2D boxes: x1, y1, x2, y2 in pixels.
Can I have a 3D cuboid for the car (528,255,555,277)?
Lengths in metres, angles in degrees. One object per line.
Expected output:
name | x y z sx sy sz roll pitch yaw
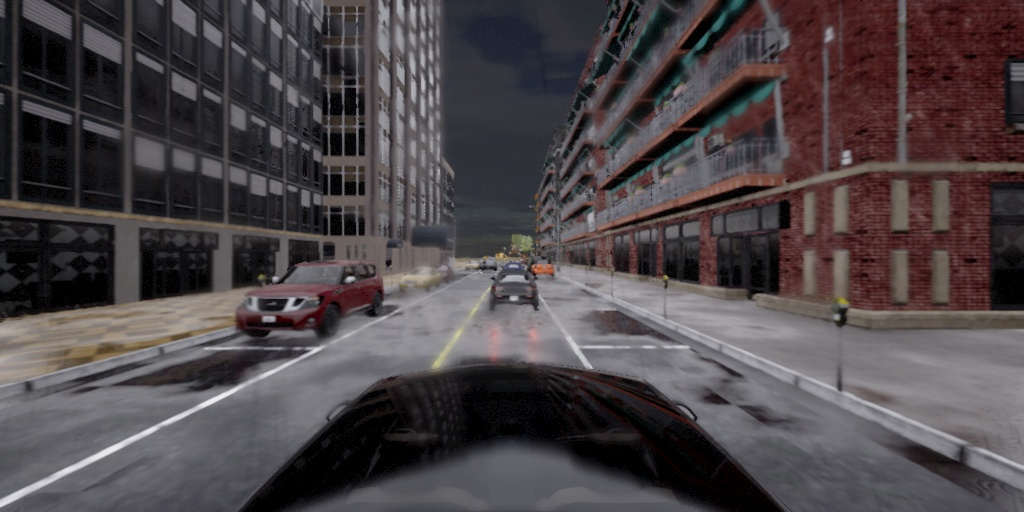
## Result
car | 2.991 1.070 35.230 2.097 1.767 4.553 0 0 0

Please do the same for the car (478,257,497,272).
car | -2.830 1.183 45.185 1.882 1.535 5.008 0 0 0

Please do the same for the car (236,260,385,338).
car | -5.314 1.057 10.347 2.192 1.841 5.009 0 0 0

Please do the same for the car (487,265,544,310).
car | 0.097 1.264 14.463 1.812 1.442 4.674 0 0 0

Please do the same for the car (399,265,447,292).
car | -5.313 1.257 21.244 1.751 1.417 4.829 0 0 0

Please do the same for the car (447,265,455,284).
car | -5.312 1.308 26.947 1.802 1.307 4.207 0 0 0

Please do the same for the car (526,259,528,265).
car | 2.985 0.937 42.290 2.150 2.045 5.566 0 0 0

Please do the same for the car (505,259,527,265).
car | 0.093 1.248 29.770 1.812 1.442 4.674 0 0 0

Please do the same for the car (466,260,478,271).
car | -5.310 1.227 48.909 1.751 1.417 4.829 0 0 0
